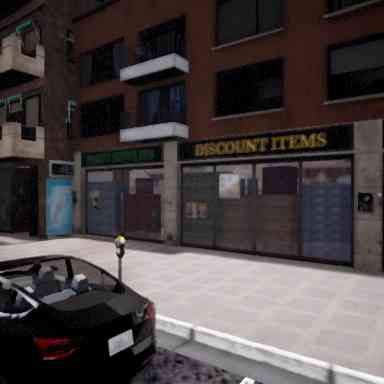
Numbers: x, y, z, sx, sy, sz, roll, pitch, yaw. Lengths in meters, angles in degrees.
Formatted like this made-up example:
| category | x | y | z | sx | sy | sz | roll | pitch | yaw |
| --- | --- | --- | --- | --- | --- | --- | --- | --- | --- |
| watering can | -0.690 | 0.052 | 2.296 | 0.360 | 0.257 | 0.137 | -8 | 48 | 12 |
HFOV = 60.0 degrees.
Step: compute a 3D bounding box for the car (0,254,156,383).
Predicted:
| category | x | y | z | sx | sy | sz | roll | pitch | yaw |
| --- | --- | --- | --- | --- | --- | --- | --- | --- | --- |
| car | -2.412 | 1.563 | 4.591 | 4.313 | 1.339 | 1.947 | 0 | 0 | 36 |
